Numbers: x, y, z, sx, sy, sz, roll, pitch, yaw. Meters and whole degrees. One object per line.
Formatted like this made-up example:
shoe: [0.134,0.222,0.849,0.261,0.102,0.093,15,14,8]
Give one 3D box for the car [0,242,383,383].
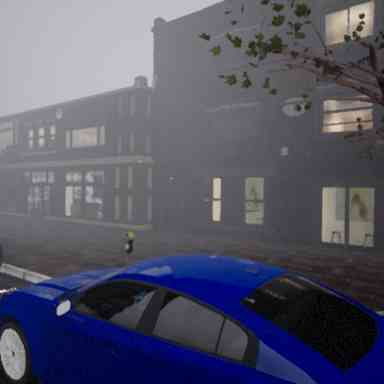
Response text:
car: [-0.144,1.428,3.523,5.008,1.535,1.882,2,1,35]
